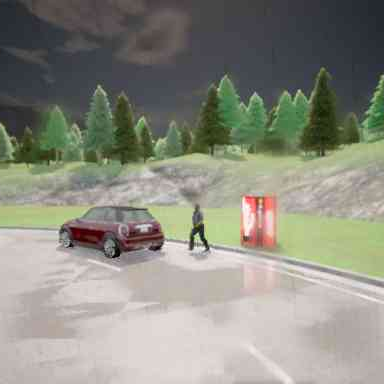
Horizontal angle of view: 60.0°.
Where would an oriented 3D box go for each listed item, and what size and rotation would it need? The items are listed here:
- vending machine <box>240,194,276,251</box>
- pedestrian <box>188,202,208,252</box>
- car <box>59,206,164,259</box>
[{"bbox_3d":[2.591,1.146,12.975,1.100,2.100,0.880,0,0,-40],"label":"vending machine"},{"bbox_3d":[0.205,1.250,11.945,0.375,1.860,0.375,0,0,-42],"label":"pedestrian"},{"bbox_3d":[-3.190,1.307,12.701,4.553,1.767,2.097,0,0,43],"label":"car"}]
